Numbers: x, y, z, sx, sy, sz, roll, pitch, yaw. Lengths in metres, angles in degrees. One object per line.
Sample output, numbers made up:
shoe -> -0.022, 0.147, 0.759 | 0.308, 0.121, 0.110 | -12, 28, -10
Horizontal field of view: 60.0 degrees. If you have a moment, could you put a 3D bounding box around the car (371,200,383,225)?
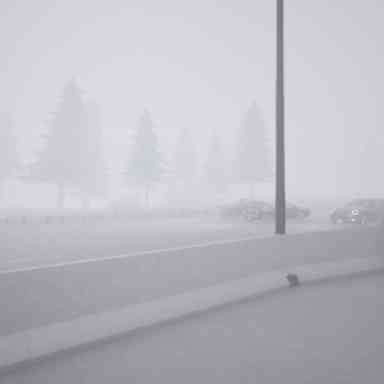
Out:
car -> 12.652, 1.332, 18.380 | 4.902, 1.511, 2.128 | 0, 0, -26

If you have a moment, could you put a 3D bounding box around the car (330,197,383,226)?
car -> 11.144, 1.203, 21.538 | 4.553, 1.767, 2.097 | 0, 0, -26

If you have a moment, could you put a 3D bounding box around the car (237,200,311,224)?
car -> 5.755, 1.405, 22.840 | 4.718, 1.301, 1.895 | 0, 0, -26

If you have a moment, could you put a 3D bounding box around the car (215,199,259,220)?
car -> 4.160, 1.281, 25.953 | 4.902, 1.511, 2.128 | 0, 0, -26
